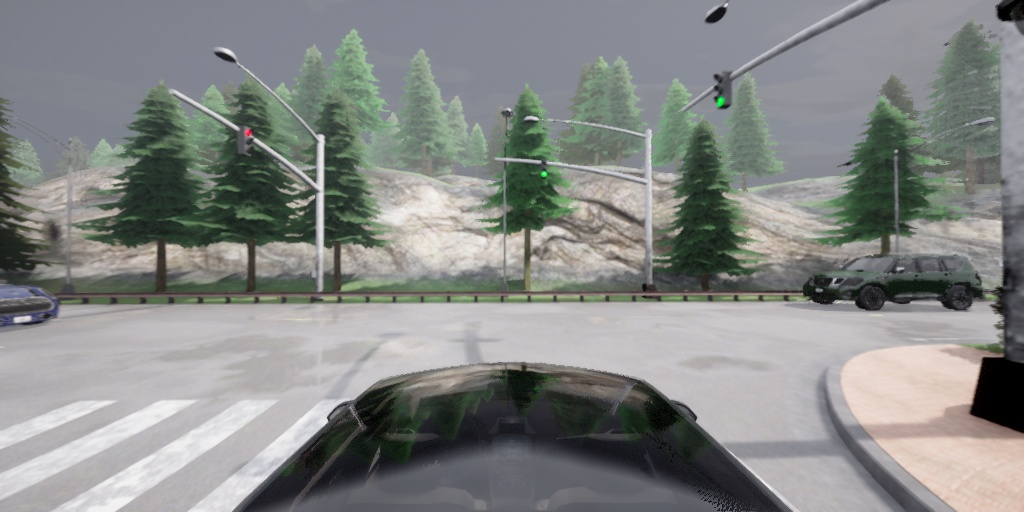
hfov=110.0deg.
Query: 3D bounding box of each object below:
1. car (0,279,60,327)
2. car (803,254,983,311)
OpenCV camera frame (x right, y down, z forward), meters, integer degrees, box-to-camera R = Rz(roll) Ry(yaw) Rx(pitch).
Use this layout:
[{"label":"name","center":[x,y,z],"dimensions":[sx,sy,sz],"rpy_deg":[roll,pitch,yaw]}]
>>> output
[{"label":"car","center":[-14.735,1.026,9.079],"dimensions":[4.553,1.767,2.097],"rpy_deg":[0,-1,-2]},{"label":"car","center":[14.537,0.962,13.852],"dimensions":[5.566,2.045,2.150],"rpy_deg":[0,-1,-2]}]
